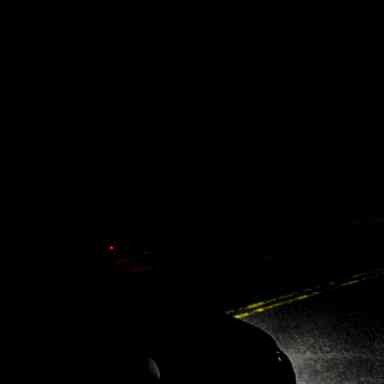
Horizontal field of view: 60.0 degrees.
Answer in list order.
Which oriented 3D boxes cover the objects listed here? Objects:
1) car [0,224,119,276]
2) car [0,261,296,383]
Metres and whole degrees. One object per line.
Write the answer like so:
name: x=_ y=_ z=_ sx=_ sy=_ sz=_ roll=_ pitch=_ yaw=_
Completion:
car: x=-4.617 y=1.552 z=8.397 sx=5.357 sy=1.411 sz=2.033 roll=0 pitch=0 yaw=-36
car: x=-1.049 y=1.567 z=2.725 sx=4.181 sy=1.385 sz=1.994 roll=0 pitch=0 yaw=-36
